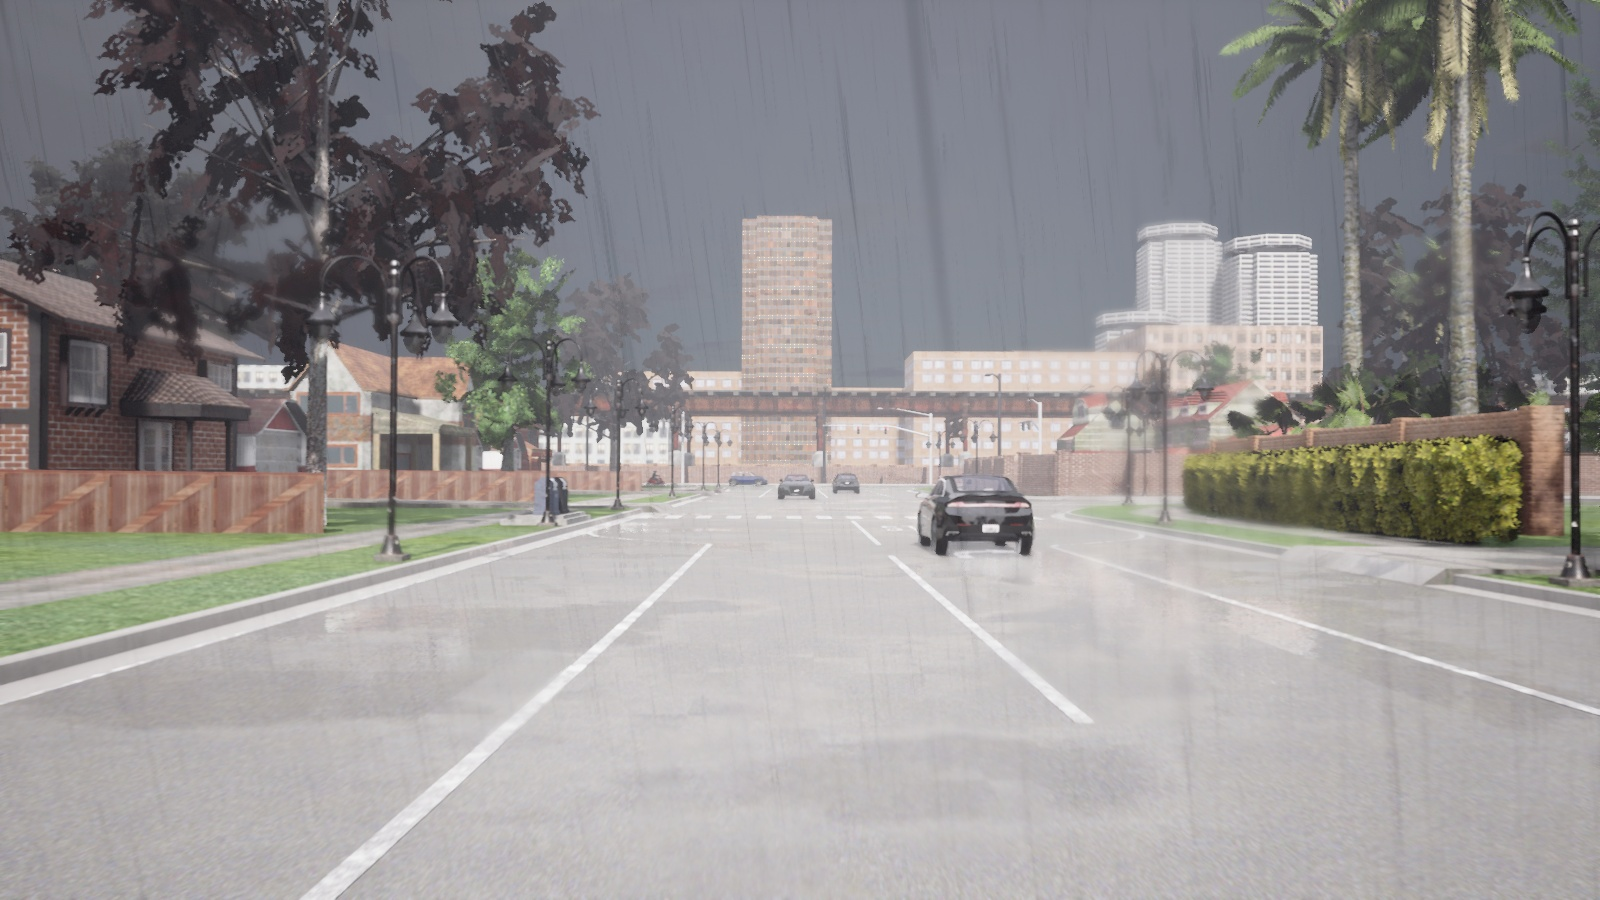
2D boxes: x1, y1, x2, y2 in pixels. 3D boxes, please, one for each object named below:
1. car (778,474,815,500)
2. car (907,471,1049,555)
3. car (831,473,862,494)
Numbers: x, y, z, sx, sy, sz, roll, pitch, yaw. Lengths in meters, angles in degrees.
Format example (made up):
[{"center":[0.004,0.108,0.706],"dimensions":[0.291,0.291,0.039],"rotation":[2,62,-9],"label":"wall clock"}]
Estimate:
[{"center":[-0.168,2.043,69.512],"dimensions":[1.994,1.385,4.181],"rotation":[0,-1,0],"label":"car"},{"center":[3.439,1.179,25.177],"dimensions":[2.128,1.511,4.902],"rotation":[0,-1,0],"label":"car"},{"center":[3.283,2.351,89.736],"dimensions":[2.033,1.411,5.357],"rotation":[0,-1,0],"label":"car"}]
